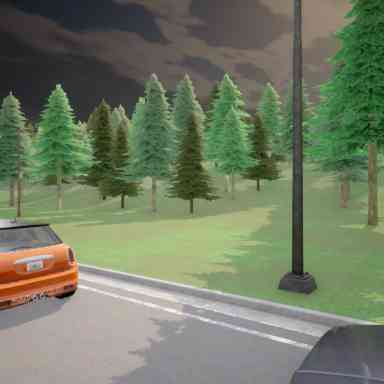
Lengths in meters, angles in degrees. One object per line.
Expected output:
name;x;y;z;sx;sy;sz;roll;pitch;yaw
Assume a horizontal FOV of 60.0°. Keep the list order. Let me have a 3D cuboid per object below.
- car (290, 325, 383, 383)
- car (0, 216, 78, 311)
car;3.230;1.547;1.691;5.357;1.411;2.033;0;0;36
car;-4.571;1.352;7.253;4.553;1.767;2.097;0;0;36
